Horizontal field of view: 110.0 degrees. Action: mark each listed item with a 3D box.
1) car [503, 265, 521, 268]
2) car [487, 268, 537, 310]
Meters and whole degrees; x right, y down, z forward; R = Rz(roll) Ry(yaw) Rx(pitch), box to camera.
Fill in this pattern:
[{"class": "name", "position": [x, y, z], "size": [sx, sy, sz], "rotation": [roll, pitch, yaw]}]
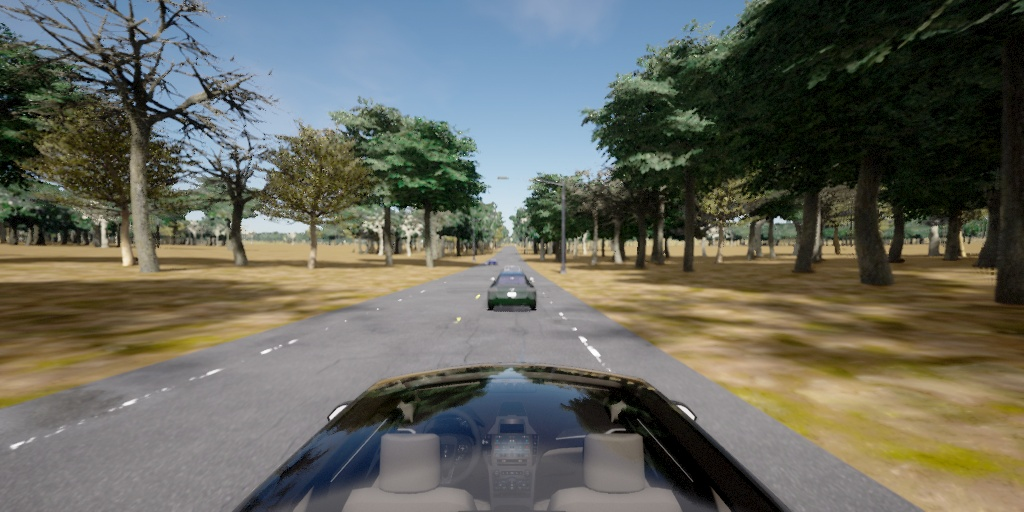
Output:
[{"class": "car", "position": [0.004, 1.442, 30.051], "size": [1.895, 1.301, 4.718], "rotation": [0, 0, 0]}, {"class": "car", "position": [0.013, 1.397, 15.325], "size": [1.994, 1.385, 4.181], "rotation": [0, 0, 0]}]
